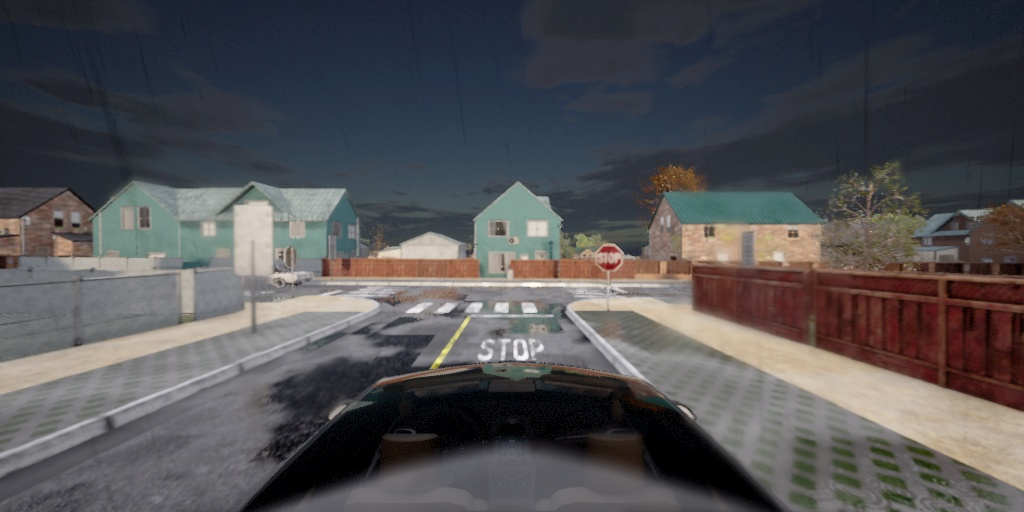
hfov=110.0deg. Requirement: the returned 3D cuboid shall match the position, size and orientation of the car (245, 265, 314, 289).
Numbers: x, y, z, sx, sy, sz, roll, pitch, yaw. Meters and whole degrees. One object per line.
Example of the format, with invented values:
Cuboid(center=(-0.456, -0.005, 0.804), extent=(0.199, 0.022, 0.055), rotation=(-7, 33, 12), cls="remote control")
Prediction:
Cuboid(center=(-14.287, 1.163, 20.781), extent=(4.718, 1.301, 1.895), rotation=(0, 1, -1), cls="car")
